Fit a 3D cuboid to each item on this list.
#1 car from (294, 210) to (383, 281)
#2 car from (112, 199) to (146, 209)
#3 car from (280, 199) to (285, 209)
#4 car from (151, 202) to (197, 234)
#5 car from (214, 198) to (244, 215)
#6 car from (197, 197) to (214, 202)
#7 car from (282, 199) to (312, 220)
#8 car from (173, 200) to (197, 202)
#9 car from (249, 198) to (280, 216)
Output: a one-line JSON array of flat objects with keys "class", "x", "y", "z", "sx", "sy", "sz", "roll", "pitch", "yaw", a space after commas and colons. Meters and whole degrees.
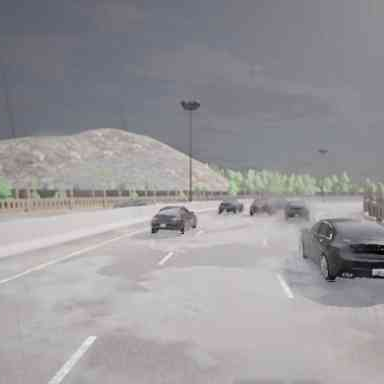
[{"class": "car", "x": 4.454, "y": 1.521, "z": 9.756, "sx": 1.837, "sy": 1.490, "sz": 4.892, "roll": 0, "pitch": 0, "yaw": 7}, {"class": "car", "x": -6.838, "y": 1.558, "z": 36.347, "sx": 1.837, "sy": 1.490, "sz": 4.892, "roll": 0, "pitch": 0, "yaw": 21}, {"class": "car", "x": 11.467, "y": 1.612, "z": 42.293, "sx": 2.033, "sy": 1.411, "sz": 5.357, "roll": 0, "pitch": 0, "yaw": 30}, {"class": "car", "x": -0.960, "y": 1.555, "z": 19.273, "sx": 1.812, "sy": 1.442, "sz": 4.674, "roll": 0, "pitch": 0, "yaw": 13}, {"class": "car", "x": 4.218, "y": 1.557, "z": 35.213, "sx": 1.837, "sy": 1.490, "sz": 4.892, "roll": 0, "pitch": 0, "yaw": 22}, {"class": "car", "x": 2.527, "y": 1.588, "z": 61.163, "sx": 2.128, "sy": 1.511, "sz": 4.902, "roll": 0, "pitch": 0, "yaw": 36}, {"class": "car", "x": 8.905, "y": 1.550, "z": 28.010, "sx": 1.837, "sy": 1.490, "sz": 4.892, "roll": 0, "pitch": 0, "yaw": 19}, {"class": "car", "x": -1.480, "y": 1.624, "z": 40.082, "sx": 1.994, "sy": 1.385, "sz": 4.181, "roll": 0, "pitch": 0, "yaw": 24}, {"class": "car", "x": 7.162, "y": 1.402, "z": 33.095, "sx": 2.097, "sy": 1.767, "sz": 4.553, "roll": 0, "pitch": 0, "yaw": 22}]
